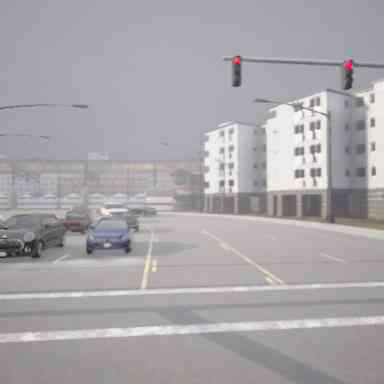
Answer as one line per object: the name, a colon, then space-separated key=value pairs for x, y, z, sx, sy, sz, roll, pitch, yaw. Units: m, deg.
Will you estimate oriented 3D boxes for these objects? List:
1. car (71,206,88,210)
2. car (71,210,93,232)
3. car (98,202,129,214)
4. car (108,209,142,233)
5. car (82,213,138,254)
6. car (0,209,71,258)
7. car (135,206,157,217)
car: x=-11.130 y=2.212 z=33.009 sx=2.097 sy=1.767 sz=4.553 roll=1 pitch=-2 yaw=-25
car: x=-8.159 y=2.219 z=23.341 sx=1.895 sy=1.301 sz=4.718 roll=0 pitch=-1 yaw=-10
car: x=-7.953 y=2.111 z=34.544 sx=2.150 sy=2.045 sz=5.566 roll=1 pitch=-1 yaw=-25
car: x=-4.870 y=2.202 z=24.411 sx=1.994 sy=1.385 sz=4.181 roll=0 pitch=-1 yaw=-10
car: x=-3.700 y=1.950 z=15.787 sx=1.812 sy=1.442 sz=4.674 roll=0 pitch=-1 yaw=-7
car: x=-7.098 y=1.750 z=14.426 sx=2.097 sy=1.767 sz=4.553 roll=0 pitch=-1 yaw=-4
car: x=-6.716 y=2.673 z=46.495 sx=2.128 sy=1.511 sz=4.902 roll=1 pitch=-2 yaw=-37
